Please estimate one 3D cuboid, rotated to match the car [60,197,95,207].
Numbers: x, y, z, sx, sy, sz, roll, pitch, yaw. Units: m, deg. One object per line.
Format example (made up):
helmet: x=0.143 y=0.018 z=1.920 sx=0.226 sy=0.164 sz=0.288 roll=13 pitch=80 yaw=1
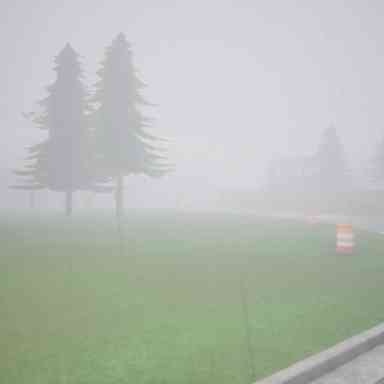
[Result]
car: x=-17.068 y=1.523 z=49.783 sx=4.902 sy=1.511 sz=2.128 roll=0 pitch=0 yaw=-17
